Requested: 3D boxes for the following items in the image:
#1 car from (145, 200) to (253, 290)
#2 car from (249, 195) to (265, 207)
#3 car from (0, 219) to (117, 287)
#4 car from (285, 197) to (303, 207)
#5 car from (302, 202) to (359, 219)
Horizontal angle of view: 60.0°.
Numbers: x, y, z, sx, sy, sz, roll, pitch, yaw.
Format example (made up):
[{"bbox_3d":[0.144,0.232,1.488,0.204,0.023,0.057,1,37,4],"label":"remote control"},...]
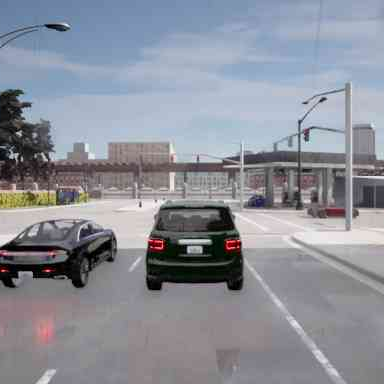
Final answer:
[{"bbox_3d":[0.073,1.230,9.213,2.150,2.045,5.566,0,0,0],"label":"car"},{"bbox_3d":[9.648,1.337,49.397,2.242,1.667,4.611,0,0,0],"label":"car"},{"bbox_3d":[-3.431,1.500,9.297,2.128,1.511,4.902,0,0,0],"label":"car"},{"bbox_3d":[15.392,1.499,50.167,1.970,1.475,3.806,0,0,0],"label":"car"},{"bbox_3d":[12.354,1.589,29.270,4.181,1.385,1.994,0,0,-1],"label":"car"}]
